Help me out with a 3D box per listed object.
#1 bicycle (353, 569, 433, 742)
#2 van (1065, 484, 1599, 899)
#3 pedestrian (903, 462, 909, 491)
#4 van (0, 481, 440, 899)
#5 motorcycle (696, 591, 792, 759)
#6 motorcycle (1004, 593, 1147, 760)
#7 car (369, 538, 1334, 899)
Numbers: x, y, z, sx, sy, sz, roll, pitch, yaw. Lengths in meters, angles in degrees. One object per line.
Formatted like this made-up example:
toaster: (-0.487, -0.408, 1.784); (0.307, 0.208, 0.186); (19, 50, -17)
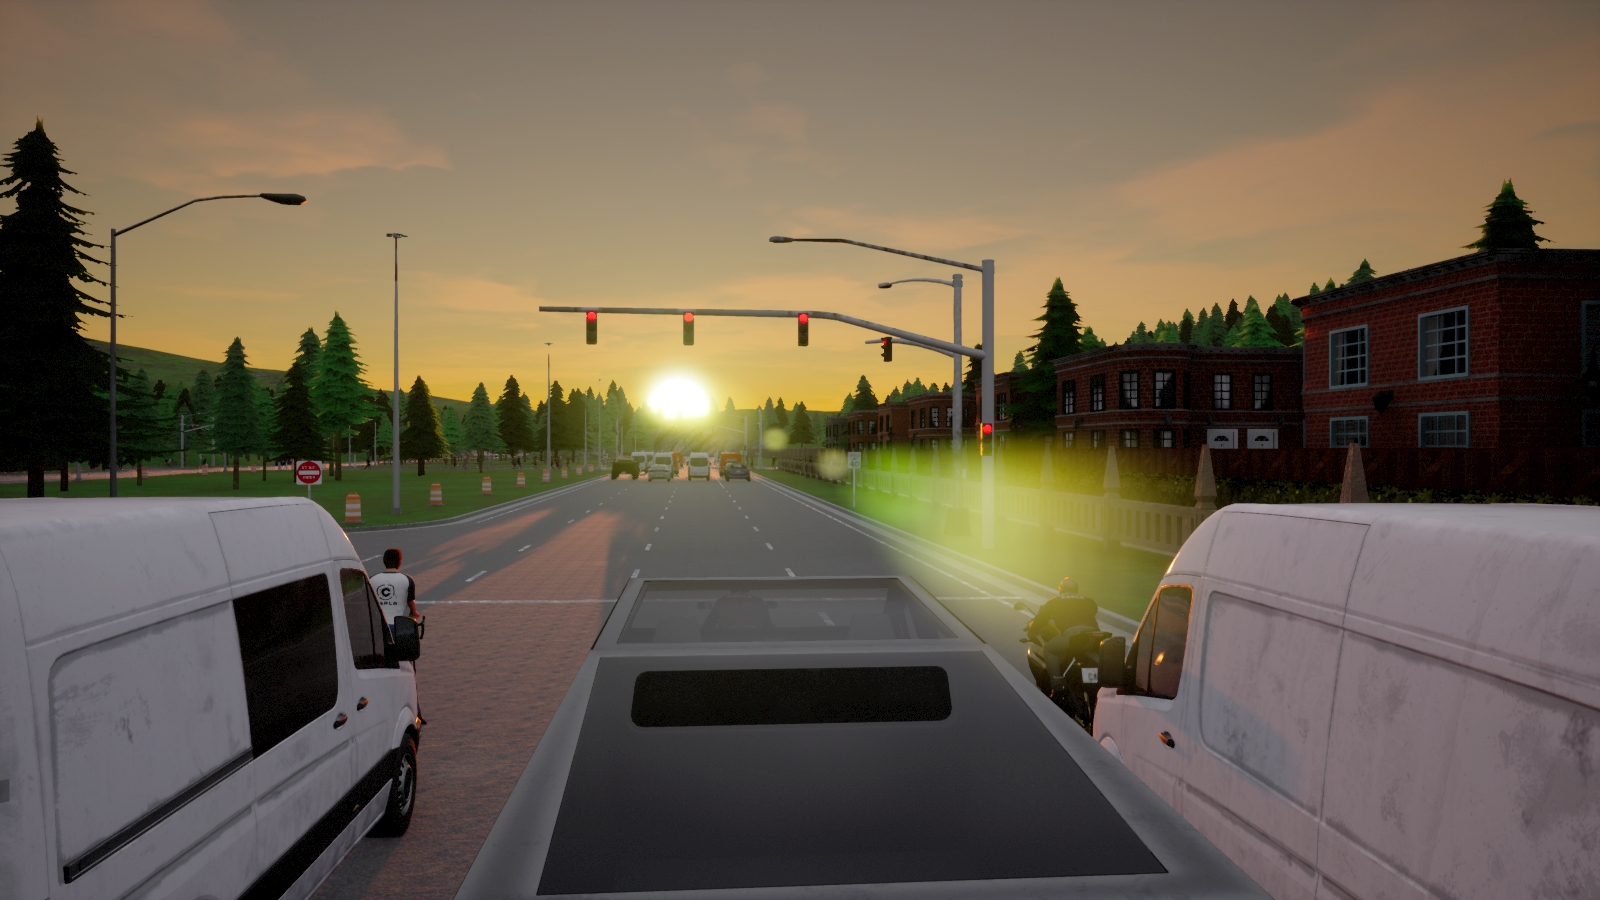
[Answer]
bicycle: (-4.173, 2.056, 11.794); (0.373, 1.496, 1.643); (0, 0, -5)
van: (3.020, 1.534, 5.590); (1.988, 2.561, 5.915); (0, 0, -1)
pedestrian: (6.875, 1.698, 74.140); (0.375, 1.860, 0.375); (0, 0, -5)
van: (-3.677, 1.534, 6.378); (1.988, 2.561, 5.915); (0, 0, -5)
motorcycle: (-0.613, 2.205, 11.622); (0.867, 1.251, 2.209); (0, 0, -6)
motorcycle: (2.714, 2.205, 11.543); (0.867, 1.251, 2.209); (0, 0, -2)
car: (-0.117, 1.754, 5.929); (2.390, 2.098, 6.274); (0, 0, -5)
